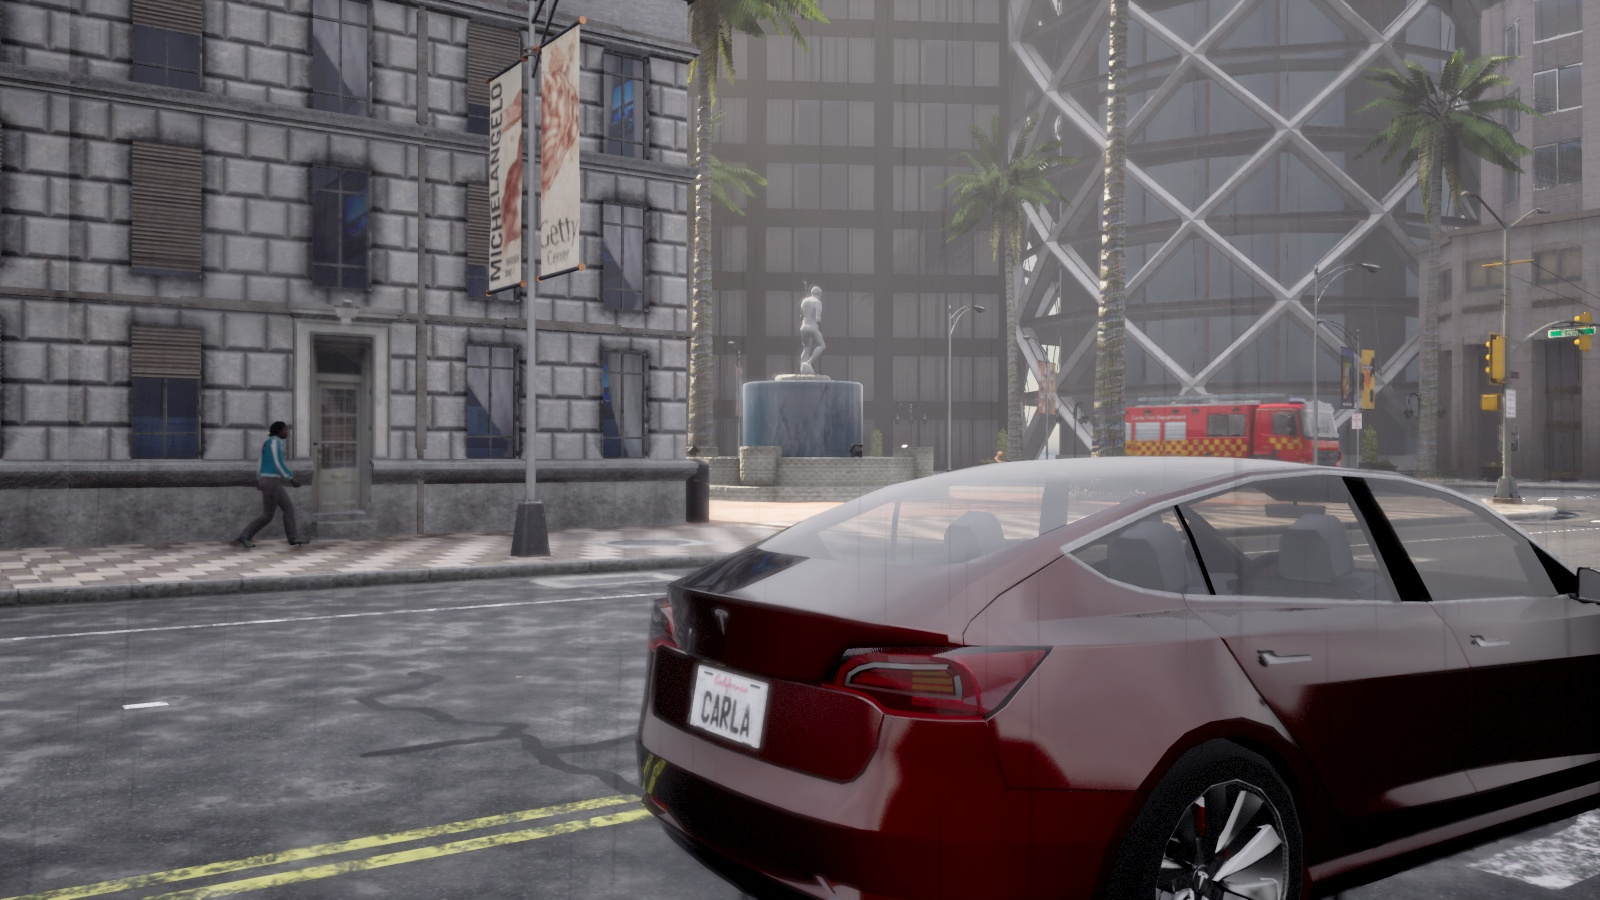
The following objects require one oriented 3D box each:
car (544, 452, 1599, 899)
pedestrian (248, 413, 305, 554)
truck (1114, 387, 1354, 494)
[{"bbox_3d":[1.700,0.753,4.825,4.792,1.488,2.163,0,0,-35],"label":"car"},{"bbox_3d":[-7.308,0.460,17.532,0.692,1.930,0.396,0,0,-30],"label":"pedestrian"},{"bbox_3d":[16.760,-0.335,49.042,2.891,3.827,8.468,0,0,-44],"label":"truck"}]
